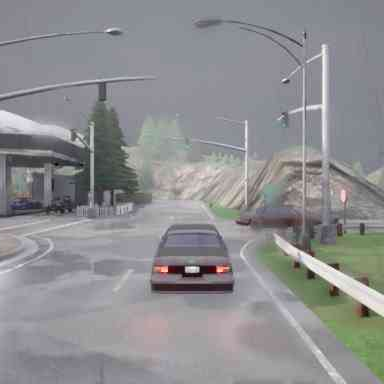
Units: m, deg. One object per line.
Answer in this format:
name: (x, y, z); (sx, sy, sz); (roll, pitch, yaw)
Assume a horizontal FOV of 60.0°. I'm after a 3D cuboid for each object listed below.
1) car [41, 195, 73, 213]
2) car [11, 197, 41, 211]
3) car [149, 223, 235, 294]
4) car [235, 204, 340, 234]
car: (-14.519, 1.313, 36.524); (1.905, 1.878, 3.866); (0, 0, -1)
car: (-20.224, 1.480, 40.803); (2.242, 1.667, 4.611); (0, 0, -1)
car: (0.003, 1.547, 8.940); (2.033, 1.411, 5.357); (0, 0, 0)
car: (5.063, 1.384, 18.011); (5.357, 1.411, 2.033); (-1, 0, 33)
